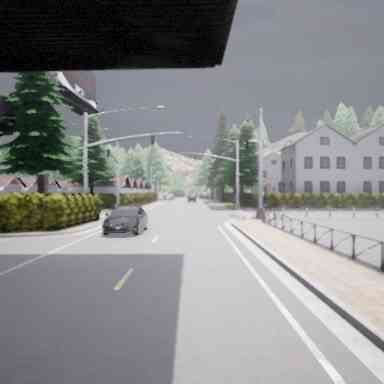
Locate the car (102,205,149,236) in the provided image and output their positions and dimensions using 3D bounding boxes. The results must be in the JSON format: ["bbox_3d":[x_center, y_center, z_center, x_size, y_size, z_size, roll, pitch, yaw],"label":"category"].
[{"bbox_3d":[-3.552,1.517,18.407,1.837,1.490,4.892,0,0,1],"label":"car"}]

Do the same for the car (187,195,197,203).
[{"bbox_3d":[-0.021,1.513,71.493,1.837,1.490,4.892,0,0,0],"label":"car"}]
